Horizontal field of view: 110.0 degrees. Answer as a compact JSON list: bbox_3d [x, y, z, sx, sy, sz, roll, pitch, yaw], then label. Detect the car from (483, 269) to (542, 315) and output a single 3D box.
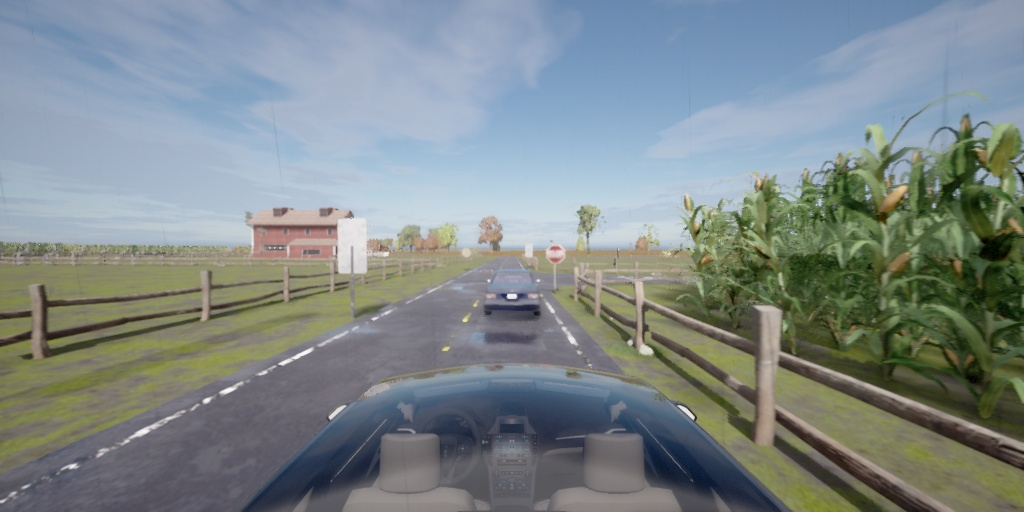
[{"bbox_3d":[0.047,1.164,12.747,2.033,1.411,5.357,0,1,1],"label":"car"}]
